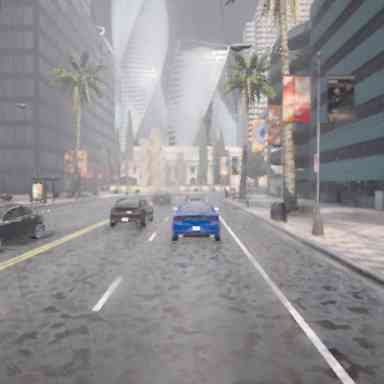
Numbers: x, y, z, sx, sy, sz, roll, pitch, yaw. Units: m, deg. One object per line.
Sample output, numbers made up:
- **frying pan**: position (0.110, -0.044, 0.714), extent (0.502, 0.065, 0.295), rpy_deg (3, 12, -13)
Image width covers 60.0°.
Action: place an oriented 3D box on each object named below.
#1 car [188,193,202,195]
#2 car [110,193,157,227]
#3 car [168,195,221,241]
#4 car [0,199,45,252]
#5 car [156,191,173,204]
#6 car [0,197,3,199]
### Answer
- **car**: position (0.274, 0.798, 33.758), extent (1.895, 1.301, 4.718), rpy_deg (0, 1, 0)
- **car**: position (-3.302, 1.054, 18.853), extent (1.837, 1.490, 4.892), rpy_deg (0, 1, 0)
- **car**: position (0.177, 1.127, 14.659), extent (1.882, 1.535, 5.008), rpy_deg (0, 1, 0)
- **car**: position (-7.037, 1.217, 11.934), extent (1.837, 1.490, 4.892), rpy_deg (0, 1, 0)
- **car**: position (-3.210, 0.601, 36.829), extent (1.882, 1.535, 5.008), rpy_deg (0, 1, 0)
- **car**: position (-13.478, 0.978, 21.005), extent (2.231, 1.521, 4.892), rpy_deg (0, 1, 0)
